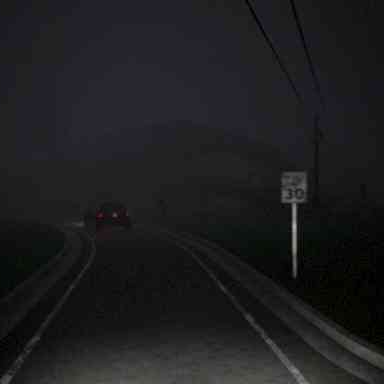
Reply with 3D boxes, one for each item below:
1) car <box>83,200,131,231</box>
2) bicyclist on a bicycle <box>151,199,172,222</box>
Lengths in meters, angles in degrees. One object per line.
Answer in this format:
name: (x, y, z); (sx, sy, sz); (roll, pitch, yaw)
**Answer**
car: (-5.459, 1.382, 20.989); (2.097, 1.767, 4.553); (-1, 0, -29)
bicyclist on a bicycle: (-2.178, 1.304, 23.649); (1.656, 1.620, 0.582); (-1, 0, -32)
